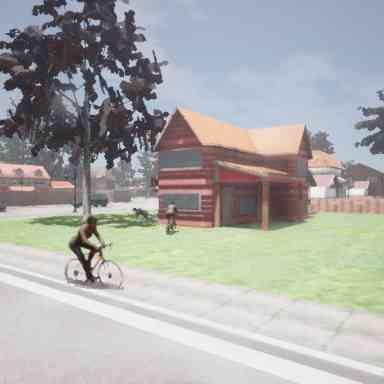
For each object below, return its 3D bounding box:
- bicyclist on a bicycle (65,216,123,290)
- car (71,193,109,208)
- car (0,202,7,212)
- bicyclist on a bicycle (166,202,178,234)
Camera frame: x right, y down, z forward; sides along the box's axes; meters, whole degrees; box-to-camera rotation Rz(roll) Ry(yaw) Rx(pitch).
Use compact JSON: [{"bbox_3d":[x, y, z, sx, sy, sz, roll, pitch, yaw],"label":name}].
[{"bbox_3d":[-2.227,1.353,7.291,1.656,1.620,0.582,-3,5,25],"label":"bicyclist on a bicycle"},{"bbox_3d":[-14.524,1.219,47.712,2.150,2.045,5.566,0,0,35],"label":"car"},{"bbox_3d":[-22.545,1.565,36.258,1.994,1.385,4.181,0,0,35],"label":"car"},{"bbox_3d":[-1.042,1.312,16.990,0.582,1.620,1.656,0,-2,13],"label":"bicyclist on a bicycle"}]
